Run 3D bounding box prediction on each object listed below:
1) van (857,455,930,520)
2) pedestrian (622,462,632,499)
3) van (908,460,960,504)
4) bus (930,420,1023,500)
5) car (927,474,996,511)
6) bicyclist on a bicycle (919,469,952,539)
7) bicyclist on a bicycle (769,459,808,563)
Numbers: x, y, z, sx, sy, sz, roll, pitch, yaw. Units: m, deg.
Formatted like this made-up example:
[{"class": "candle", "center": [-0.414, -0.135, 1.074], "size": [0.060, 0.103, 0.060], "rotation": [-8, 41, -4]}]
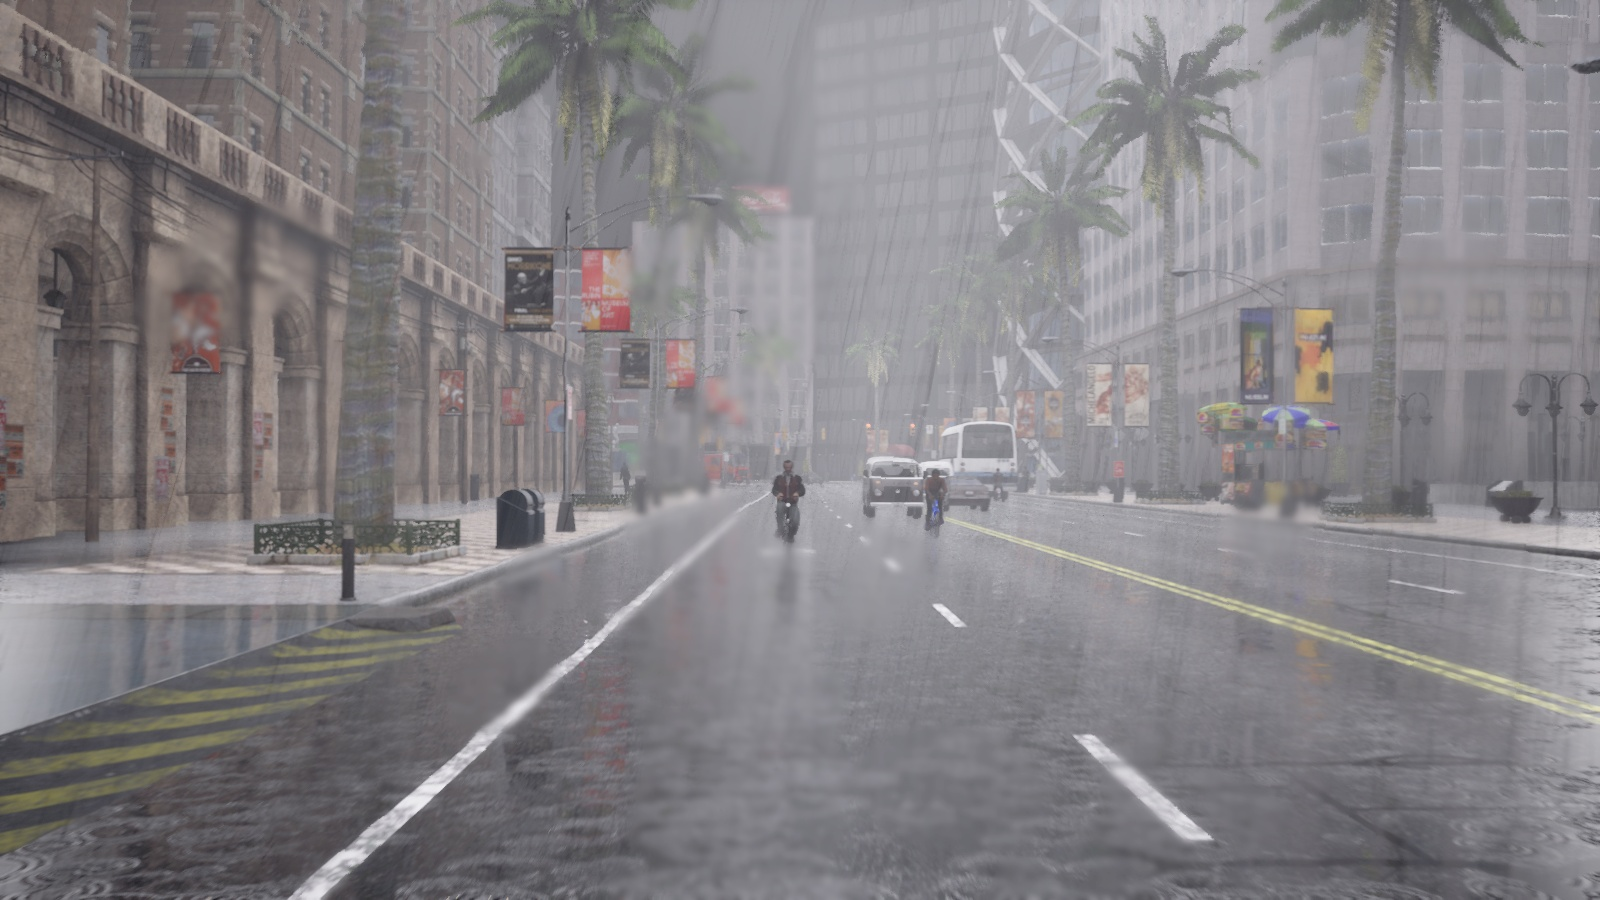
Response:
[{"class": "van", "center": [3.096, 1.233, 42.301], "size": [2.069, 2.038, 4.480], "rotation": [0, -1, -1]}, {"class": "pedestrian", "center": [-9.327, 1.641, 67.555], "size": [0.423, 1.949, 0.788], "rotation": [0, -1, 0]}, {"class": "van", "center": [6.484, 1.535, 61.160], "size": [2.069, 2.038, 4.480], "rotation": [0, -1, 0]}, {"class": "bus", "center": [10.009, 0.611, 72.520], "size": [3.944, 4.253, 10.273], "rotation": [0, -1, 0]}, {"class": "car", "center": [6.513, 1.691, 51.117], "size": [2.033, 1.411, 5.357], "rotation": [0, -1, -1]}, {"class": "bicyclist on a bicycle", "center": [3.217, 1.255, 29.907], "size": [0.582, 1.620, 1.656], "rotation": [0, -1, -1]}, {"class": "bicyclist on a bicycle", "center": [-0.210, 1.060, 22.319], "size": [0.659, 1.776, 1.843], "rotation": [0, -1, -1]}]
